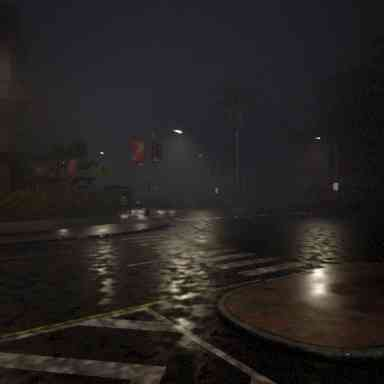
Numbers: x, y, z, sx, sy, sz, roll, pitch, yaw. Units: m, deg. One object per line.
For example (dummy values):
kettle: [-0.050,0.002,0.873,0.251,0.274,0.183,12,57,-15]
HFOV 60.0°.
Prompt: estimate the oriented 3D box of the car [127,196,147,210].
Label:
car: [-8.082,1.547,42.597,2.033,1.411,5.357,0,0,-35]

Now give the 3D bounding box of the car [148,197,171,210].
car: [-4.561,1.478,43.670,1.882,1.535,5.008,0,0,-35]

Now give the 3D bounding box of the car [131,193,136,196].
car: [-13.431,1.220,68.429,2.150,2.045,5.566,0,0,-39]
